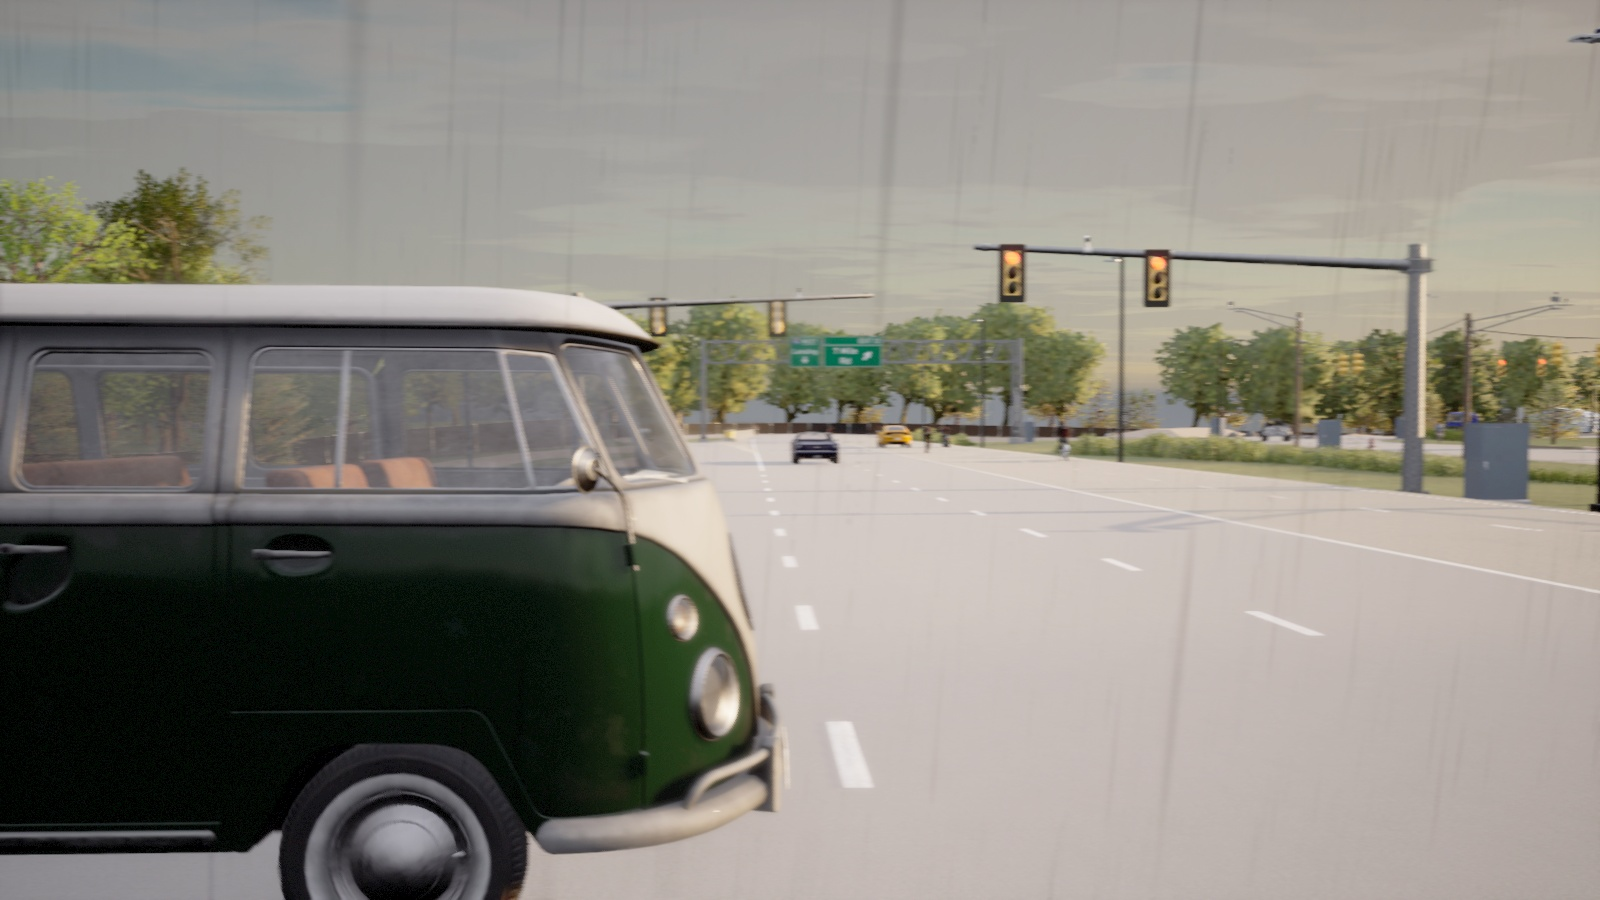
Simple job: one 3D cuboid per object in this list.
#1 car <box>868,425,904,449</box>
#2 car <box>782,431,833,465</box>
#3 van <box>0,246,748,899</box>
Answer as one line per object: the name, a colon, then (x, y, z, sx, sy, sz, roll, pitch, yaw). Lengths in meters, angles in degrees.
car: (5.788, -0.905, 84.941, 1.882, 1.535, 5.008, 0, 1, -3)
car: (0.259, -0.104, 52.276, 1.895, 1.301, 4.718, 0, 1, -3)
van: (-2.413, 0.440, 4.159, 4.442, 1.987, 1.775, 1, 1, -3)
